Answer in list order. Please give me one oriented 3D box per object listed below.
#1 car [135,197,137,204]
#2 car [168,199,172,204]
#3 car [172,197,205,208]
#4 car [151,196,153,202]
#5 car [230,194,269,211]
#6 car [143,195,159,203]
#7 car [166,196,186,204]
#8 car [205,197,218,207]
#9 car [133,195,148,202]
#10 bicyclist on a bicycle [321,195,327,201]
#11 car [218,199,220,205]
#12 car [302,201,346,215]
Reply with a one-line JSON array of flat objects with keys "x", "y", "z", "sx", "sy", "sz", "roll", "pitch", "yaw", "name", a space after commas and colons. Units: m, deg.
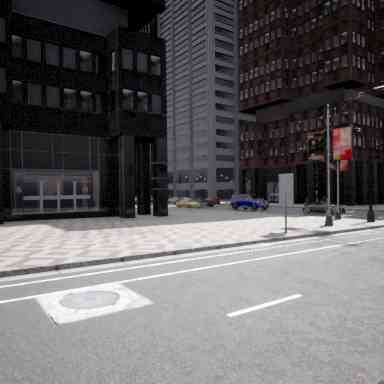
[{"x": -10.132, "y": 1.819, "z": 62.716, "sx": 1.802, "sy": 1.307, "sz": 4.206, "roll": -1, "pitch": 1, "yaw": -36, "name": "car"}, {"x": -1.594, "y": 1.673, "z": 60.735, "sx": 2.033, "sy": 1.411, "sz": 5.357, "roll": -1, "pitch": 0, "yaw": -35, "name": "car"}, {"x": -0.570, "y": 1.700, "z": 49.333, "sx": 1.752, "sy": 1.417, "sz": 4.829, "roll": -1, "pitch": 1, "yaw": -36, "name": "car"}, {"x": -7.788, "y": 1.653, "z": 69.350, "sx": 1.812, "sy": 1.442, "sz": 4.674, "roll": -1, "pitch": 0, "yaw": -36, "name": "car"}, {"x": 7.336, "y": 1.321, "z": 42.840, "sx": 2.150, "sy": 2.045, "sz": 5.566, "roll": -1, "pitch": 0, "yaw": -36, "name": "car"}, {"x": -9.502, "y": 1.595, "z": 76.492, "sx": 1.967, "sy": 1.590, "sz": 4.097, "roll": -1, "pitch": 1, "yaw": -36, "name": "car"}, {"x": -3.291, "y": 1.636, "z": 67.803, "sx": 1.752, "sy": 1.417, "sz": 4.829, "roll": -1, "pitch": 1, "yaw": -36, "name": "car"}, {"x": 1.532, "y": 1.699, "z": 51.010, "sx": 1.994, "sy": 1.385, "sz": 4.181, "roll": -1, "pitch": 0, "yaw": -34, "name": "car"}, {"x": -12.656, "y": 1.619, "z": 80.906, "sx": 1.967, "sy": 1.590, "sz": 4.097, "roll": -1, "pitch": 1, "yaw": -36, "name": "car"}, {"x": 17.393, "y": 1.253, "z": 43.789, "sx": 1.656, "sy": 1.620, "sz": 0.582, "roll": -1, "pitch": 1, "yaw": -36, "name": "bicyclist on a bicycle"}, {"x": 3.116, "y": 1.613, "z": 58.837, "sx": 1.887, "sy": 1.381, "sz": 4.507, "roll": -1, "pitch": 1, "yaw": -36, "name": "car"}, {"x": 13.510, "y": 1.626, "z": 34.222, "sx": 1.994, "sy": 1.385, "sz": 4.181, "roll": -1, "pitch": 0, "yaw": -36, "name": "car"}]
